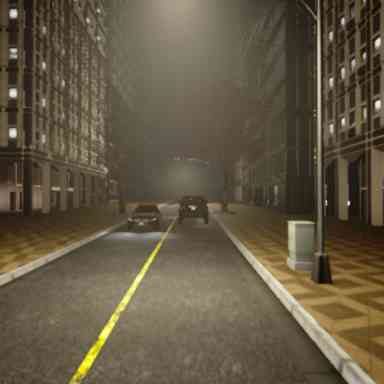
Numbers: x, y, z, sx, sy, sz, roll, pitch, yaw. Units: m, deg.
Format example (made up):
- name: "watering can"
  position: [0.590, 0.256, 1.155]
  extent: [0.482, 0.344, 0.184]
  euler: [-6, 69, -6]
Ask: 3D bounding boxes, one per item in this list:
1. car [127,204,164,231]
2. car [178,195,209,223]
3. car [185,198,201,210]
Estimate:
- name: "car"
  position: [-2.821, 1.519, 20.909]
  extent: [1.812, 1.442, 4.674]
  euler: [0, 0, 0]
- name: "car"
  position: [0.096, 1.215, 25.499]
  extent: [2.150, 2.045, 5.566]
  euler: [0, 0, 0]
- name: "car"
  position: [0.094, 1.551, 43.023]
  extent: [1.994, 1.385, 4.181]
  euler: [0, 0, 0]
